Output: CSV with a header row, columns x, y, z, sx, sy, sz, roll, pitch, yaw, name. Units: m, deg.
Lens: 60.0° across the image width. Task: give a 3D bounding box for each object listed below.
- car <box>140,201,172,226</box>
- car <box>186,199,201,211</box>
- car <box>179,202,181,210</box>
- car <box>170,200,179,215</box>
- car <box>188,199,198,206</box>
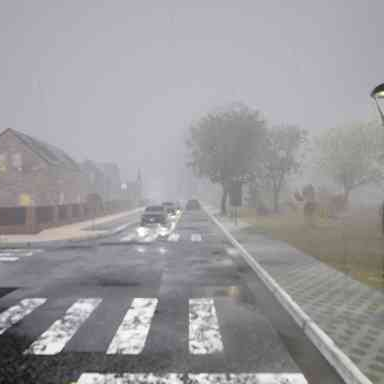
x,y,z,sx,sy,sz,roll,pitch,yaw,name
-2.814,1.724,25.534,1.837,1.490,4.892,0,-1,0,car
0.184,1.809,49.349,2.097,1.767,4.553,0,-1,0,car
-2.733,1.966,50.937,2.128,1.511,4.902,0,-1,0,car
-2.786,1.846,38.065,1.837,1.490,4.892,0,-1,0,car
0.221,2.169,68.996,2.128,1.511,4.902,0,-1,0,car
